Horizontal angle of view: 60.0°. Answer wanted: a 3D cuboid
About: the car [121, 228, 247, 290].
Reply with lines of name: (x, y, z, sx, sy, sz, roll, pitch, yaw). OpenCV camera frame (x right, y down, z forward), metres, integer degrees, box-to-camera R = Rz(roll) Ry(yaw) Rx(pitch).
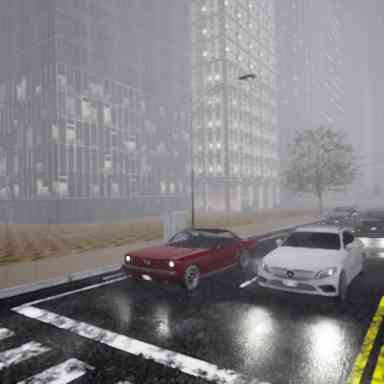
car: (0.177, 1.800, 9.951, 1.895, 1.301, 4.718, -2, -1, 35)

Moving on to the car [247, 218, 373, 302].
car: (3.395, 1.655, 8.868, 1.812, 1.442, 4.674, -2, -1, 35)

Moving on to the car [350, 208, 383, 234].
car: (10.814, 1.776, 19.363, 1.994, 1.385, 4.181, -2, -1, 35)

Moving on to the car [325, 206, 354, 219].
car: (12.433, 1.885, 27.278, 2.033, 1.411, 5.357, -2, -1, 35)
